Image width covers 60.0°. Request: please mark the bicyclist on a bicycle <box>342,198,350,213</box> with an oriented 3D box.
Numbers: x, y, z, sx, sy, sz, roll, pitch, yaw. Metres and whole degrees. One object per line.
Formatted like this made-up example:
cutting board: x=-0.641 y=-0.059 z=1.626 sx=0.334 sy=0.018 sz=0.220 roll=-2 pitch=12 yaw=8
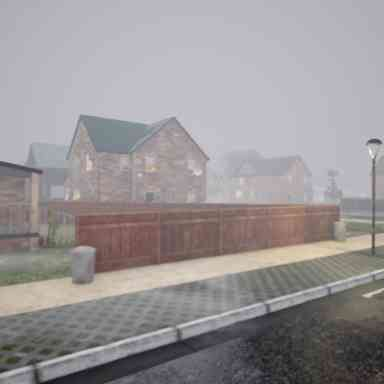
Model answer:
bicyclist on a bicycle: x=16.836 y=1.478 z=36.434 sx=1.656 sy=1.620 sz=0.582 roll=1 pitch=0 yaw=-36
